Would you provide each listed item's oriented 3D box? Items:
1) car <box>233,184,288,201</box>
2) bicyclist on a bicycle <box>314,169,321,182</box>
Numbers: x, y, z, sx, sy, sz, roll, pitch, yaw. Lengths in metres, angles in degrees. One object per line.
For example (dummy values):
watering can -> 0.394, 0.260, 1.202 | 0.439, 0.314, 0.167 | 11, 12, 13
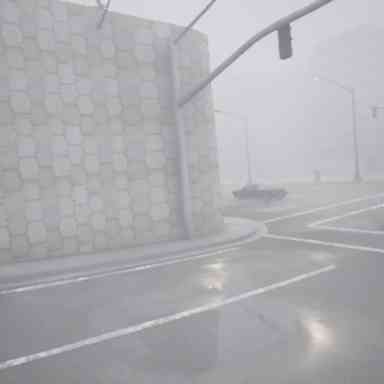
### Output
car -> 5.650, 0.016, 27.820 | 1.895, 1.301, 4.718 | -8, 4, -35
bicyclist on a bicycle -> 15.758, -2.083, 41.835 | 1.656, 1.620, 0.582 | -8, 5, -35
